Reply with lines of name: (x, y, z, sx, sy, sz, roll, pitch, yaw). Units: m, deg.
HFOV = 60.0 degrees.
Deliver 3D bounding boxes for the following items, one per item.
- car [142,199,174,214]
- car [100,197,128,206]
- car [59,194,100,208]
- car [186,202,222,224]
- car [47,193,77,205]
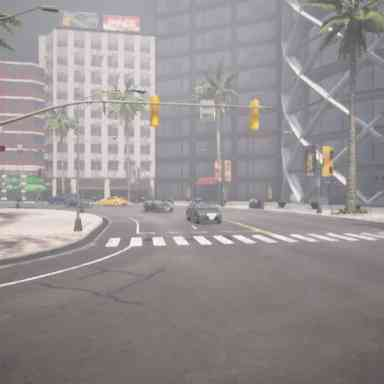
car: (-3.788, 1.519, 36.194, 1.812, 1.442, 4.674, 0, 0, -35)
car: (-12.723, 1.470, 53.680, 5.008, 1.535, 1.882, 0, 0, 28)
car: (-16.166, 1.488, 47.543, 4.902, 1.511, 2.128, 0, 0, 29)
car: (0.814, 1.485, 24.890, 2.128, 1.511, 4.902, 0, 0, -13)
car: (-22.336, 1.217, 57.786, 5.566, 2.045, 2.150, 0, 0, 16)
